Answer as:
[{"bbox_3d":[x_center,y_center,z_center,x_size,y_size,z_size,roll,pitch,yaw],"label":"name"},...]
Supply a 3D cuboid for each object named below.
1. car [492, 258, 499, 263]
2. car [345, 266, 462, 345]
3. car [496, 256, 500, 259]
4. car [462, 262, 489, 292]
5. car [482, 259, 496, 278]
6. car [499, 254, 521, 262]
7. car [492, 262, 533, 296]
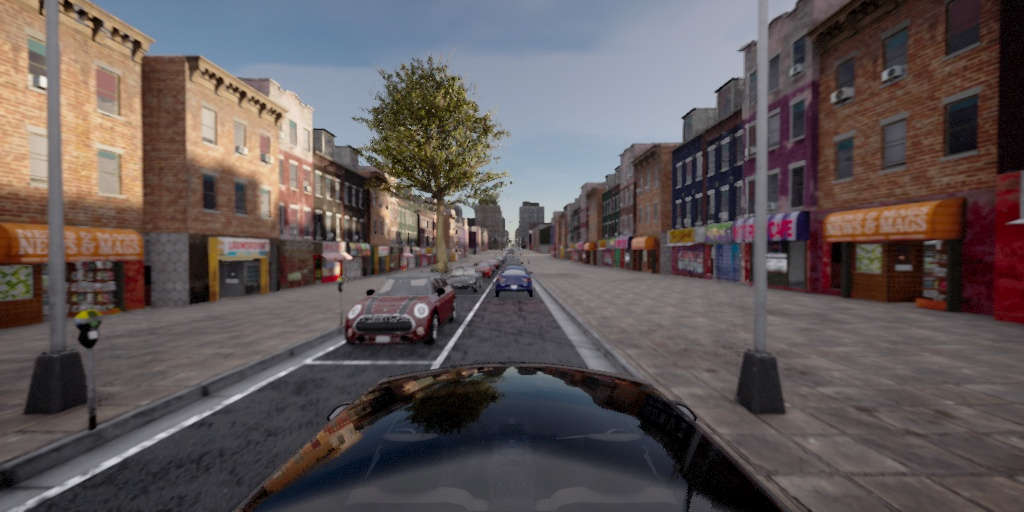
[{"bbox_3d":[-2.642,1.187,37.016,1.802,1.307,4.207,0,0,0],"label":"car"},{"bbox_3d":[-2.640,1.175,9.337,1.967,1.591,4.097,0,0,0],"label":"car"},{"bbox_3d":[-2.642,1.079,48.083,1.888,1.381,4.507,0,0,0],"label":"car"},{"bbox_3d":[-2.641,1.248,20.409,2.007,1.370,4.403,0,0,0],"label":"car"},{"bbox_3d":[-2.641,1.184,31.480,1.888,1.381,4.507,0,0,0],"label":"car"},{"bbox_3d":[0.094,0.969,35.128,2.097,1.767,4.553,0,0,0],"label":"car"},{"bbox_3d":[0.097,1.230,18.654,1.812,1.442,4.674,0,0,0],"label":"car"}]
